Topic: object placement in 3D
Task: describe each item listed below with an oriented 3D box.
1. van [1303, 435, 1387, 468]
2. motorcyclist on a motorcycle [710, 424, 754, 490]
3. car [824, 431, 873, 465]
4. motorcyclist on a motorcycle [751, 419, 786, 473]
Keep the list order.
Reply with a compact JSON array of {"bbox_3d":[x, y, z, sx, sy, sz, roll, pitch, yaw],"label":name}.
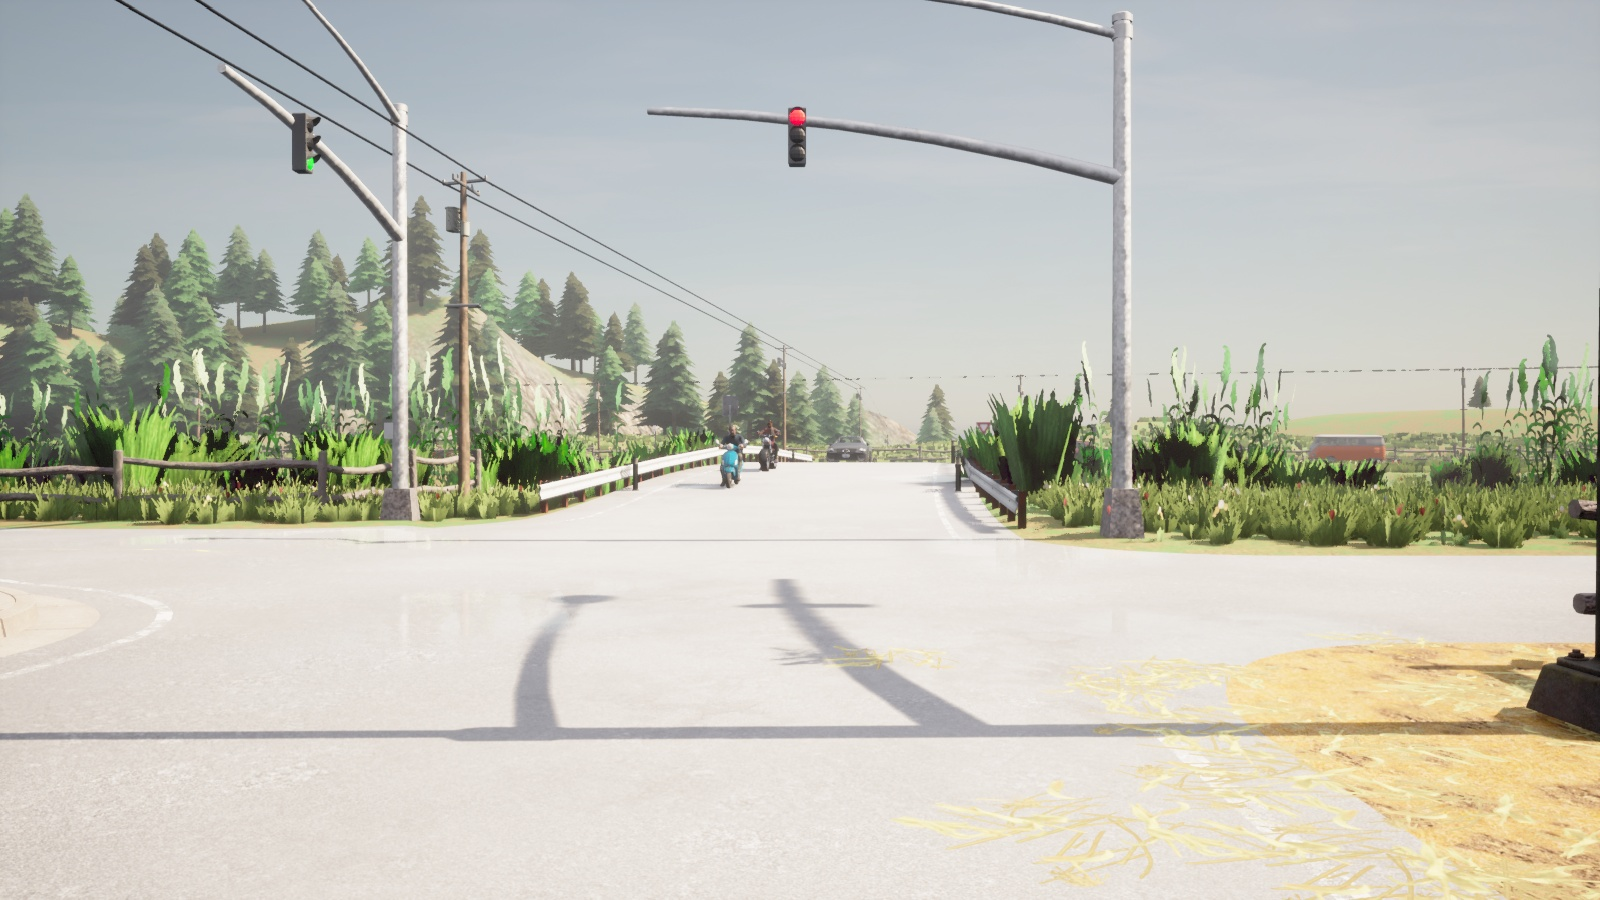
[{"bbox_3d":[33.783,0.087,77.870,4.442,1.987,1.775,0,0,6],"label":"van"},{"bbox_3d":[-1.742,0.157,32.663,0.866,1.590,1.817,0,3,6],"label":"motorcyclist on a motorcycle"},{"bbox_3d":[2.630,-0.089,66.271,2.152,1.651,5.027,0,-1,7],"label":"car"},{"bbox_3d":[-0.981,-0.151,39.691,0.766,1.649,2.350,0,2,7],"label":"motorcyclist on a motorcycle"}]
